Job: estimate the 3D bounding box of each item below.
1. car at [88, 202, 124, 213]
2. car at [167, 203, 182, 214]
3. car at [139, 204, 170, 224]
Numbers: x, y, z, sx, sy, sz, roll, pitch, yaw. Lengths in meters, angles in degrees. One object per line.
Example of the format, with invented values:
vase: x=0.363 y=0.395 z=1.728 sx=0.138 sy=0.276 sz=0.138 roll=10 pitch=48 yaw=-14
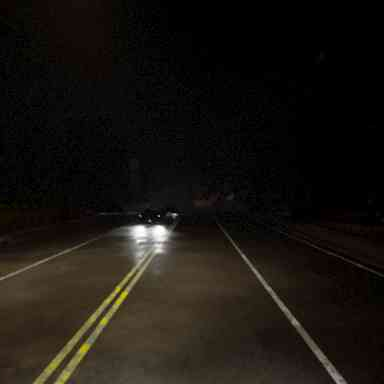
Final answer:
car: x=-11.645 y=2.061 z=45.244 sx=4.674 sy=1.442 sz=1.812 roll=0 pitch=-1 yaw=-1
car: x=-2.949 y=2.248 z=46.557 sx=2.033 sy=1.411 sz=5.357 roll=0 pitch=-1 yaw=1
car: x=-3.219 y=1.929 z=27.779 sx=1.895 sy=1.301 sz=4.718 roll=0 pitch=-1 yaw=1
